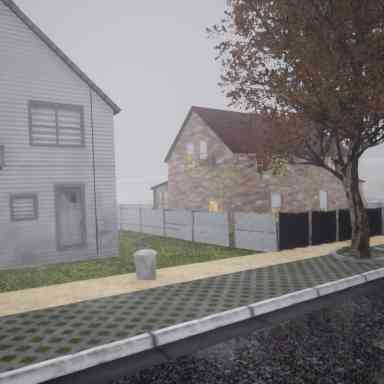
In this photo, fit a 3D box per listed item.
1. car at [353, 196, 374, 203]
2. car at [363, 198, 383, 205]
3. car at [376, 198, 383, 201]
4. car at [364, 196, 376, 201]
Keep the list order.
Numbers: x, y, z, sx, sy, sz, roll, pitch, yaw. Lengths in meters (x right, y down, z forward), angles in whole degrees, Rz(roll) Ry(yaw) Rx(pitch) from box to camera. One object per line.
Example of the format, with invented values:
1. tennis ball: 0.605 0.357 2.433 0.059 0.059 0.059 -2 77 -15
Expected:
1. car: 38.553 1.608 74.934 2.128 1.511 4.902 -2 0 0
2. car: 35.219 1.812 64.465 1.895 1.301 4.718 -2 0 0
3. car: 31.880 1.773 58.287 2.128 1.511 4.902 -2 -1 1
4. car: 28.596 1.607 57.270 2.150 2.045 5.566 -2 -1 1
